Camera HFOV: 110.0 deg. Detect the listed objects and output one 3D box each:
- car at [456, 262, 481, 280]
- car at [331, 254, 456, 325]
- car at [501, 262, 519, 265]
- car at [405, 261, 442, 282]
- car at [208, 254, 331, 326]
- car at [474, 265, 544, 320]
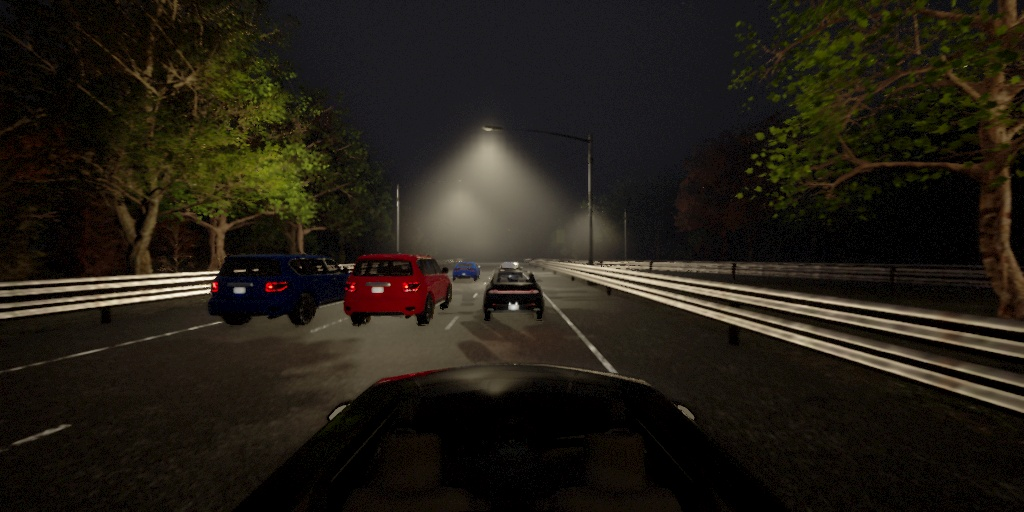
[{"bbox_3d":[-3.689,1.221,29.638,1.882,1.535,5.008,0,0,-1],"label":"car"},{"bbox_3d":[-3.454,0.965,11.860,2.150,2.045,5.566,0,0,0],"label":"car"},{"bbox_3d":[-0.160,1.233,28.031,2.128,1.511,4.902,0,0,-1],"label":"car"},{"bbox_3d":[-7.190,1.223,29.639,1.882,1.535,5.008,0,0,-1],"label":"car"},{"bbox_3d":[-6.952,0.966,11.808,2.150,2.045,5.566,0,0,0],"label":"car"},{"bbox_3d":[0.038,1.234,12.560,2.128,1.511,4.902,0,0,0],"label":"car"}]
